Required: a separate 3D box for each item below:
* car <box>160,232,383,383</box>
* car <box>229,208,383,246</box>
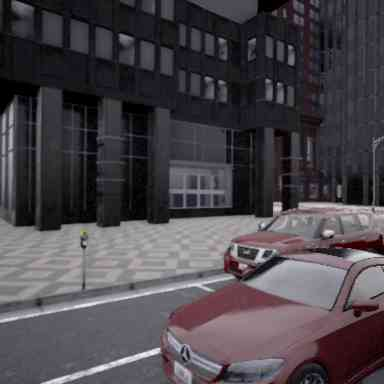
[{"bbox_3d":[1.805,1.565,4.664,4.674,1.442,1.812,1,0,-35],"label":"car"},{"bbox_3d":[3.205,1.389,8.929,5.009,1.841,2.192,1,0,-35],"label":"car"}]
